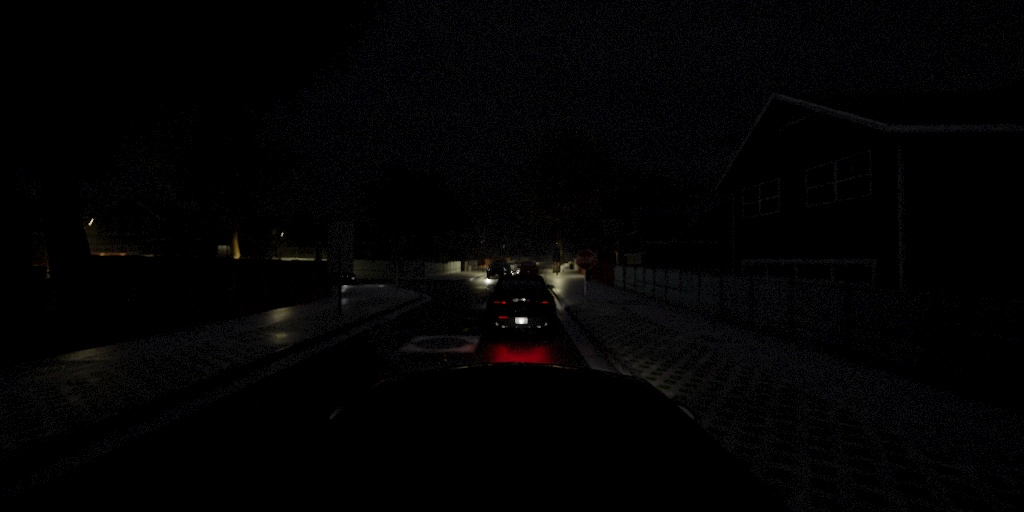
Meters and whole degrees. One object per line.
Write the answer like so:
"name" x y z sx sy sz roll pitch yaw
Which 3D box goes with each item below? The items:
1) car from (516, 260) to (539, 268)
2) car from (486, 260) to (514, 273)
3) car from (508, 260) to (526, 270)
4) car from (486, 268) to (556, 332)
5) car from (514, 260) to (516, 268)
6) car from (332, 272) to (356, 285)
"car" 1.791 1.367 36.985 1.882 1.535 5.008 0 0 4
"car" -1.278 1.244 36.179 2.097 1.767 4.553 0 0 5
"car" 0.813 1.351 55.395 2.128 1.511 4.902 0 0 8
"car" 0.278 1.308 11.096 1.837 1.490 4.892 0 0 1
"car" -0.419 1.406 45.085 1.812 1.442 4.674 0 0 6
"car" -12.570 1.131 23.081 4.892 1.490 1.837 2 0 3
